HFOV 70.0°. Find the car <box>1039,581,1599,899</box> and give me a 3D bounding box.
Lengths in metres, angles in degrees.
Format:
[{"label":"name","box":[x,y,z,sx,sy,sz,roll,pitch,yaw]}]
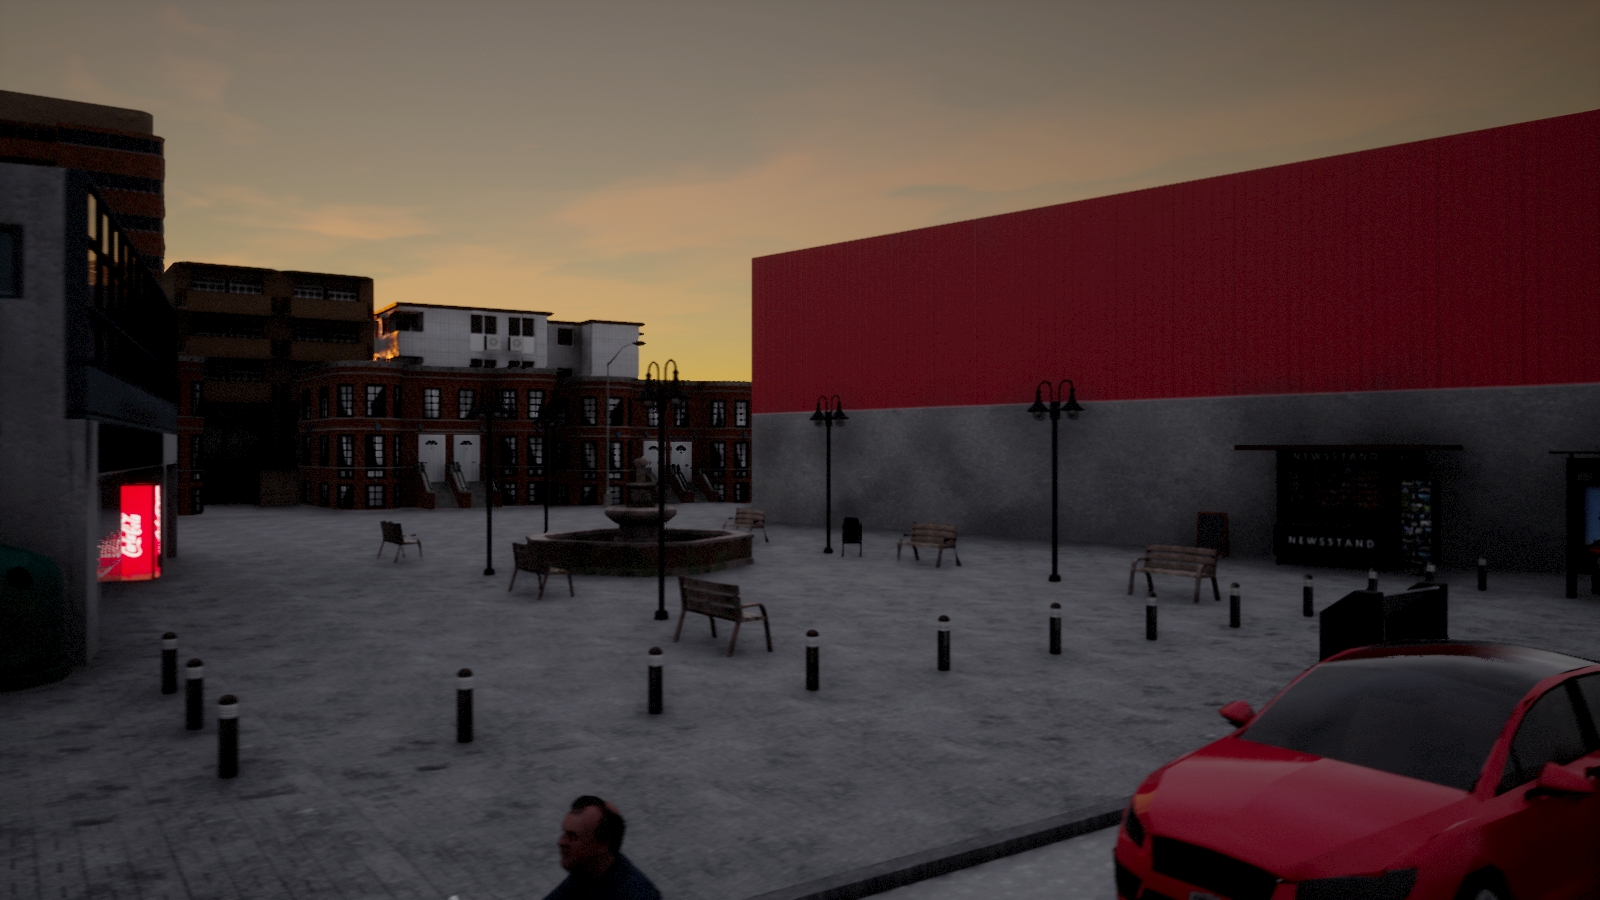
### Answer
[{"label":"car","box":[4.059,1.841,7.259,4.892,1.480,2.231,0,0,-35]}]
